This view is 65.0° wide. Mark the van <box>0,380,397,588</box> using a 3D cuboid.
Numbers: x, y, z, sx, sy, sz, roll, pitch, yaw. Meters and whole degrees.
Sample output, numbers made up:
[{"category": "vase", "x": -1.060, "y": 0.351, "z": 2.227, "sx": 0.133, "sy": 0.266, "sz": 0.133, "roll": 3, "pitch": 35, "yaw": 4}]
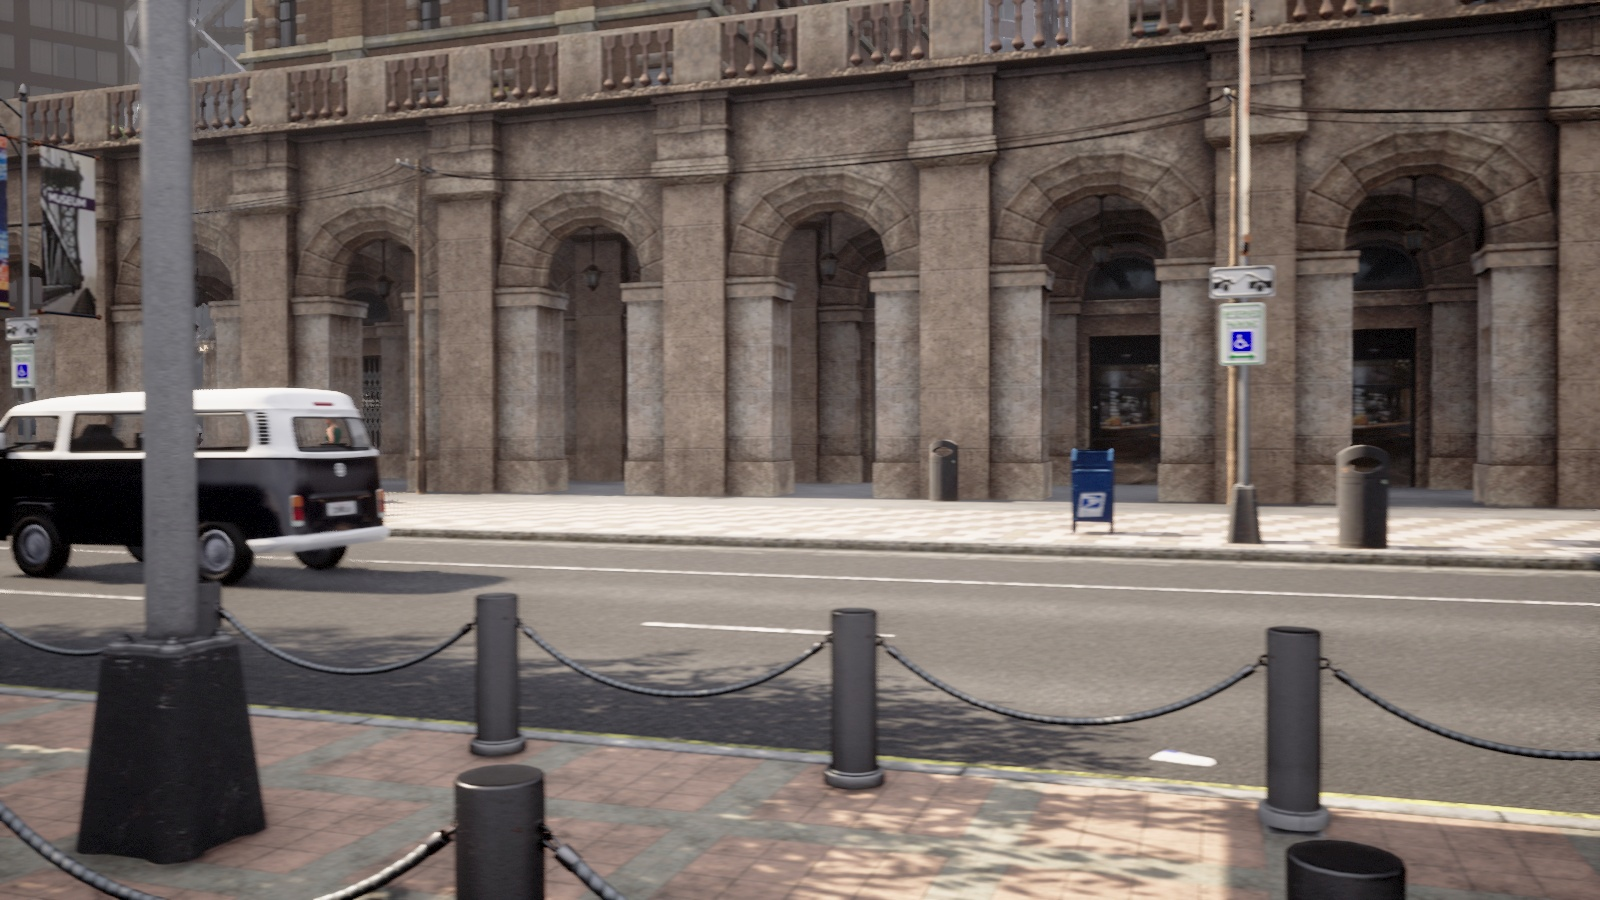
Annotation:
[{"category": "van", "x": -7.035, "y": 0.299, "z": 13.996, "sx": 4.480, "sy": 2.038, "sz": 2.069, "roll": 1, "pitch": 1, "yaw": 19}]
